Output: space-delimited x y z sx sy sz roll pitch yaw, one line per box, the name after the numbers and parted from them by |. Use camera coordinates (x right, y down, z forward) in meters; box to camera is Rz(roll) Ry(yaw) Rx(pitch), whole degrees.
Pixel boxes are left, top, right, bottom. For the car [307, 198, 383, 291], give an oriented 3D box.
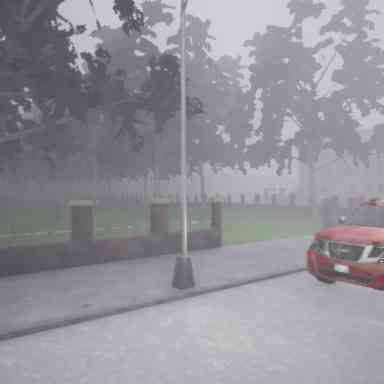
5.278 1.188 8.368 5.566 2.045 2.150 0 0 -36 | car
